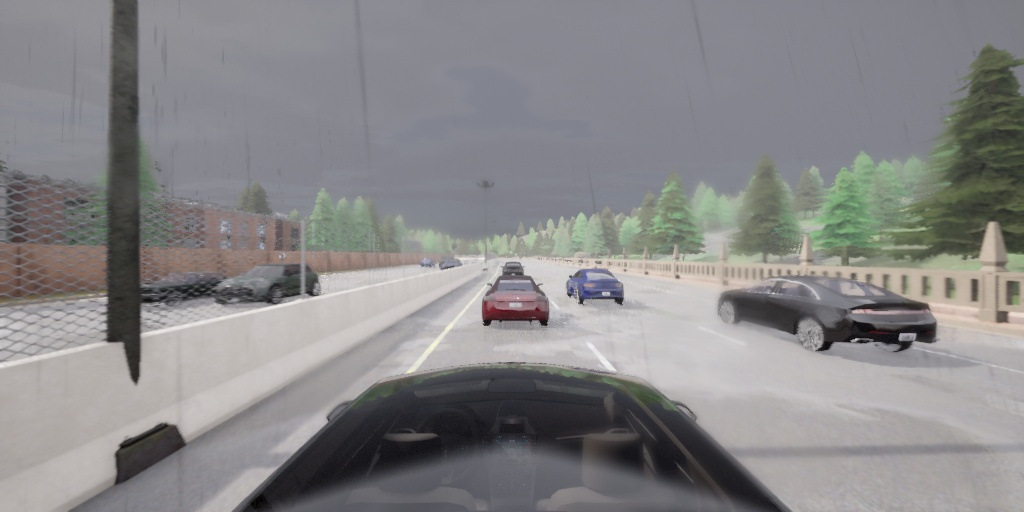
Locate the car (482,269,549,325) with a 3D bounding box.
[{"bbox_3d":[0.100,1.314,11.853,1.994,1.385,4.181,0,0,0],"label":"car"}]

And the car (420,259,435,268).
[{"bbox_3d":[-14.667,1.230,62.481,1.882,1.535,5.008,0,0,-1],"label":"car"}]

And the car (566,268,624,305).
[{"bbox_3d":[3.586,1.276,15.982,1.812,1.442,4.674,0,0,0],"label":"car"}]

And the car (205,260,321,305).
[{"bbox_3d":[-10.602,1.102,15.972,2.097,1.767,4.553,0,0,0],"label":"car"}]

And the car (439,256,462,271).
[{"bbox_3d":[-7.203,1.104,43.016,2.097,1.767,4.553,0,0,-1],"label":"car"}]

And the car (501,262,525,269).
[{"bbox_3d":[0.098,1.256,31.483,1.837,1.490,4.892,0,0,0],"label":"car"}]

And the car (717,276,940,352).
[{"bbox_3d":[7.102,1.241,8.859,2.128,1.511,4.902,0,0,0],"label":"car"}]

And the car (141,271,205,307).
[{"bbox_3d":[-14.102,1.352,15.638,1.895,1.301,4.718,0,0,0],"label":"car"}]
